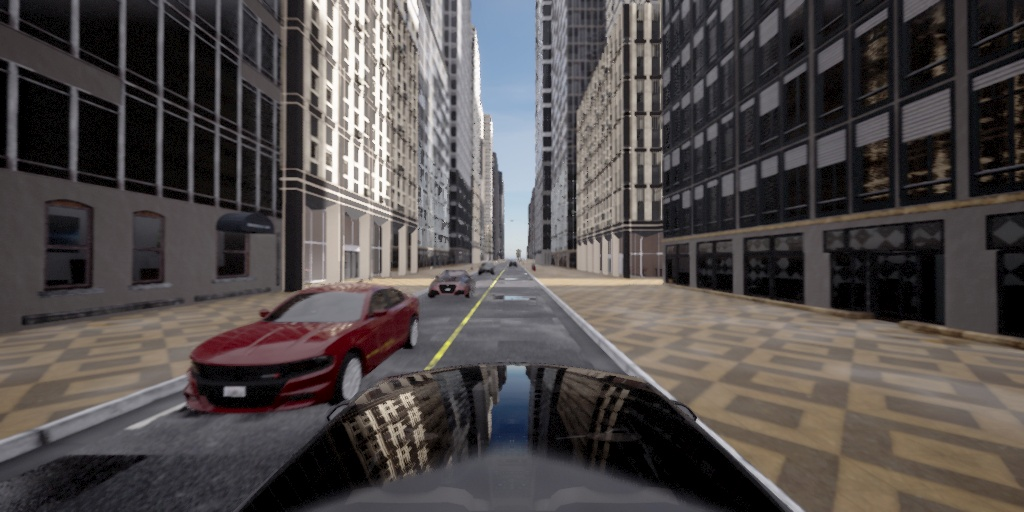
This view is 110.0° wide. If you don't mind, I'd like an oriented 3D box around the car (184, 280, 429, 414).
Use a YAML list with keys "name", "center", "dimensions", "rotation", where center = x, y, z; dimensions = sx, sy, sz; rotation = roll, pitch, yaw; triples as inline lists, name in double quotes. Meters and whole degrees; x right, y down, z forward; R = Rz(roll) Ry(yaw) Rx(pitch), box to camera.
- name: "car"
  center: [-3.078, 1.254, 6.480]
  dimensions: [1.882, 1.535, 5.008]
  rotation: [0, 0, 0]

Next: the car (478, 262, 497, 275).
- name: "car"
  center: [-2.908, 1.507, 42.381]
  dimensions: [1.837, 1.490, 4.892]
  rotation: [0, -1, 0]

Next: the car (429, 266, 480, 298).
- name: "car"
  center: [-3.046, 1.418, 18.946]
  dimensions: [1.994, 1.385, 4.181]
  rotation: [0, 0, 0]
